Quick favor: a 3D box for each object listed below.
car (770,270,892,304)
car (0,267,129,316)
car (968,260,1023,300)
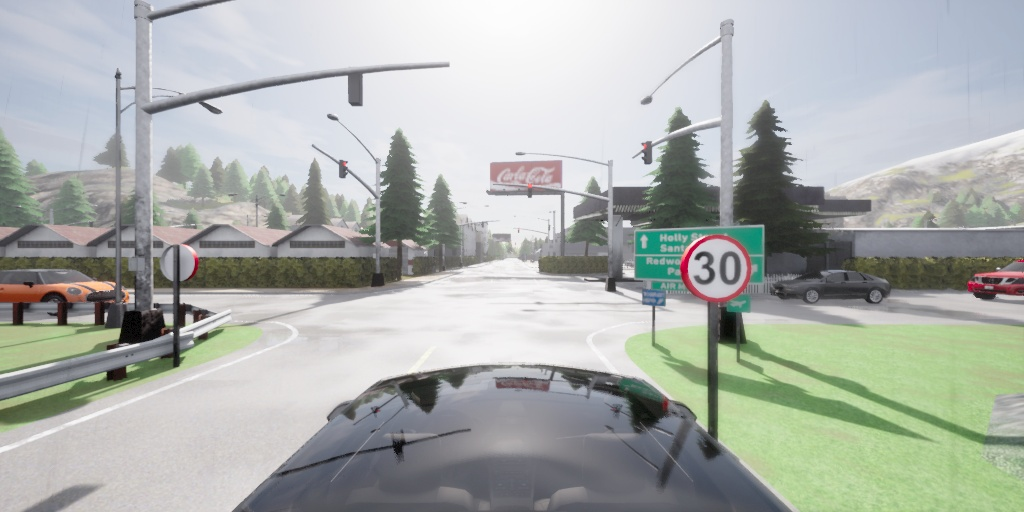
[{"bbox_3d":[15.207,1.448,17.262,4.892,1.490,1.837,0,0,1],"label":"car"},{"bbox_3d":[-17.970,1.295,14.011,4.553,1.767,2.097,0,0,1],"label":"car"},{"bbox_3d":[25.556,1.166,17.123,5.566,2.045,2.150,0,0,0],"label":"car"}]
